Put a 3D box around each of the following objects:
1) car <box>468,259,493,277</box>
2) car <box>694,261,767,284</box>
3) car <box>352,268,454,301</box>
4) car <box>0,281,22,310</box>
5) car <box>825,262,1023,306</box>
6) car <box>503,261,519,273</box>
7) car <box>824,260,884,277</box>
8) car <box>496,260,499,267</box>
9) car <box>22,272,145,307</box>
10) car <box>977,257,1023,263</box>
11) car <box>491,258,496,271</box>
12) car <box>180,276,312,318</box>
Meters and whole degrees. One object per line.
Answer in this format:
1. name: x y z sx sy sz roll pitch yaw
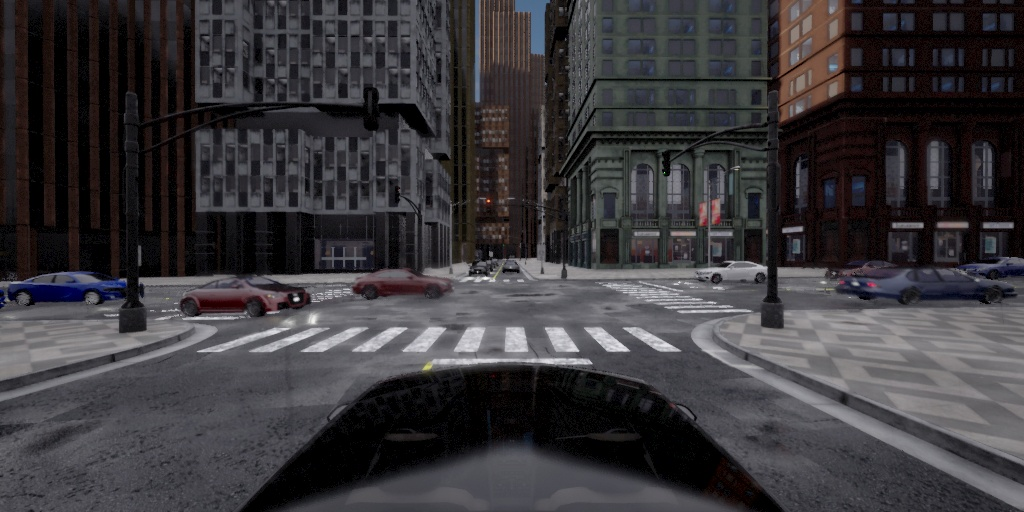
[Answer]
1. car: -3.233 1.237 35.993 1.837 1.490 4.892 0 0 -1
2. car: 14.596 1.037 23.793 4.674 1.442 1.812 -1 0 -1
3. car: -5.137 1.289 17.053 4.674 1.442 1.812 -1 0 0
4. car: -22.714 1.536 13.737 5.008 1.535 1.882 -1 0 0
5. car: 15.768 1.093 13.852 5.357 1.411 2.033 -1 0 0
6. car: -0.144 1.284 44.205 1.994 1.385 4.181 0 0 0
7. car: 23.418 0.962 23.818 4.181 1.385 1.994 -1 0 0
8. car: -3.403 1.301 55.747 1.895 1.301 4.718 0 0 0
9. car: -20.474 1.489 16.996 5.008 1.535 1.882 -1 0 0
10. car: 32.378 0.811 23.840 4.674 1.442 1.812 -1 0 -1
11. car: -3.318 1.223 45.458 1.837 1.490 4.892 0 0 0
12. car: -9.722 1.431 13.212 4.181 1.385 1.994 -2 0 9
